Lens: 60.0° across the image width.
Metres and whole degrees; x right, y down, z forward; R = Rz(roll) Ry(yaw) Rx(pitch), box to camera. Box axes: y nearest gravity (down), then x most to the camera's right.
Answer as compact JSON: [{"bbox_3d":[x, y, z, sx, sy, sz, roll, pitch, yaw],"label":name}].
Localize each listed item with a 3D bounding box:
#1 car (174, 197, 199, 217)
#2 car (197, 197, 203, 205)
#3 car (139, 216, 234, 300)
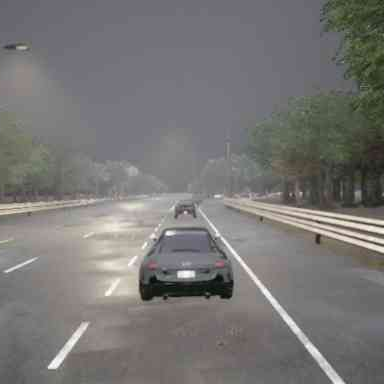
[{"bbox_3d":[-0.623,1.482,30.474,1.837,1.490,4.892,-1,0,-1],"label":"car"},{"bbox_3d":[0.668,1.492,57.149,1.994,1.385,4.181,-1,0,10],"label":"car"},{"bbox_3d":[-0.152,1.560,8.434,1.994,1.385,4.181,-1,0,-1],"label":"car"}]
